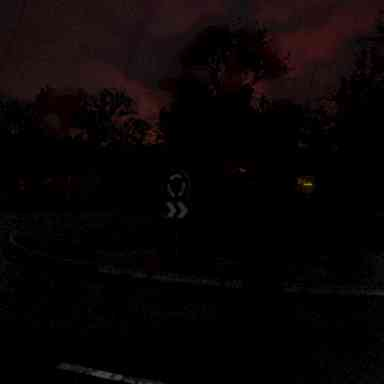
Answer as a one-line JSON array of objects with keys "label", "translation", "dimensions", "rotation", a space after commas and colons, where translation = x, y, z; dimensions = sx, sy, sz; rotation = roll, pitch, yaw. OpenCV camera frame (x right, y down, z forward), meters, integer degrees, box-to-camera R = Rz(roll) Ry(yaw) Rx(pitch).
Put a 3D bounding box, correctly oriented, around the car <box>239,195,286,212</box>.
[{"label": "car", "translation": [8.573, 1.345, 40.719], "dimensions": [5.566, 2.045, 2.150], "rotation": [0, -1, 12]}]
